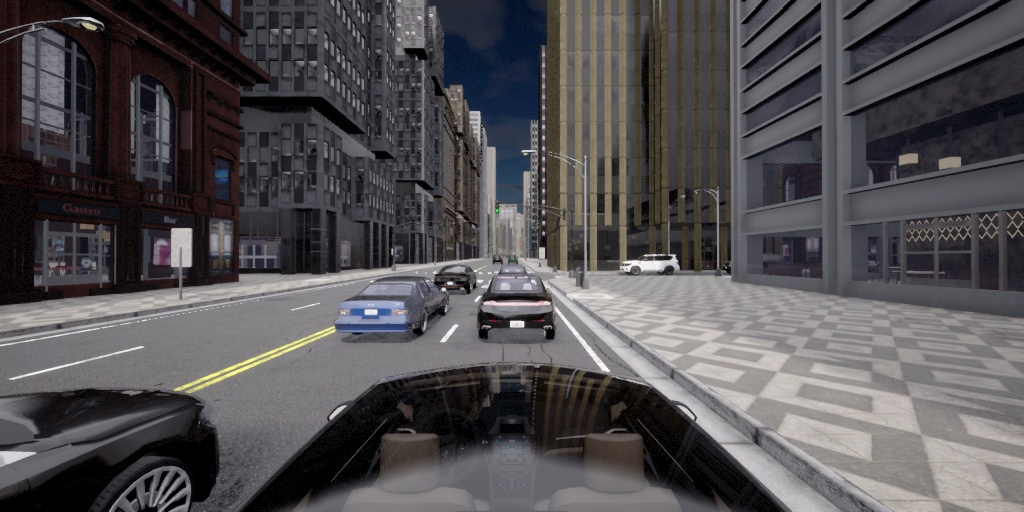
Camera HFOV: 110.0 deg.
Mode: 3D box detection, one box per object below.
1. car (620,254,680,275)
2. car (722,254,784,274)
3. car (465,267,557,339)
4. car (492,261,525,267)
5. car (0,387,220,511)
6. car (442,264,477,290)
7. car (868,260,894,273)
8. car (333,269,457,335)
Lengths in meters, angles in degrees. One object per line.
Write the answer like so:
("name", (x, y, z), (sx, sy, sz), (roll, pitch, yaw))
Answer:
("car", (13.735, 0.859, 35.816), (5.566, 2.045, 2.150), (0, 0, 0))
("car", (24.162, 0.815, 35.816), (5.566, 2.045, 2.150), (0, 0, 0))
("car", (0.119, 1.238, 10.059), (2.128, 1.511, 4.902), (0, 0, 0))
("car", (0.044, 1.226, 19.509), (2.128, 1.511, 4.902), (0, 0, 0))
("car", (-3.149, 1.241, 0.736), (2.128, 1.511, 4.902), (0, 0, 0))
("car", (-3.103, 1.210, 20.478), (1.882, 1.535, 5.008), (0, 0, 0))
("car", (34.779, 1.099, 35.803), (5.357, 1.411, 2.033), (0, 0, 0))
("car", (-3.129, 1.293, 10.481), (2.033, 1.411, 5.357), (0, 0, 0))
